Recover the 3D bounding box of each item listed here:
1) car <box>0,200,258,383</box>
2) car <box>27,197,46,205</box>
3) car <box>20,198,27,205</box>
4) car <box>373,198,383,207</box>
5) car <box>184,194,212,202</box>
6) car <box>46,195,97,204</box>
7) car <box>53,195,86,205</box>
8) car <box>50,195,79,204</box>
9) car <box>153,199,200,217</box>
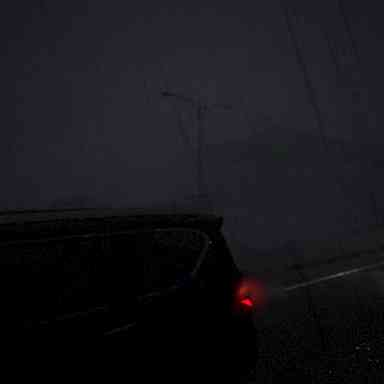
[{"bbox_3d":[-1.937,1.221,2.594,5.566,2.045,2.150,-1,0,-35],"label":"car"},{"bbox_3d":[-14.953,1.427,36.006,4.514,1.523,2.007,-1,0,-36],"label":"car"},{"bbox_3d":[-20.740,1.448,44.153,3.633,1.501,1.845,-1,0,-36],"label":"car"},{"bbox_3d":[27.988,1.300,46.747,2.242,1.667,4.611,-1,0,-36],"label":"car"},{"bbox_3d":[0.035,1.151,27.380,3.866,1.878,1.905,-1,0,-36],"label":"car"},{"bbox_3d":[-8.274,1.231,25.467,4.605,1.855,1.932,-1,0,-36],"label":"car"},{"bbox_3d":[-21.405,1.402,58.251,5.027,1.636,2.152,-1,0,-36],"label":"car"},{"bbox_3d":[-23.276,1.412,60.770,4.514,1.523,2.007,-1,0,-36],"label":"car"},{"bbox_3d":[-1.404,1.431,30.439,3.806,1.475,1.970,-1,0,-36],"label":"car"}]
